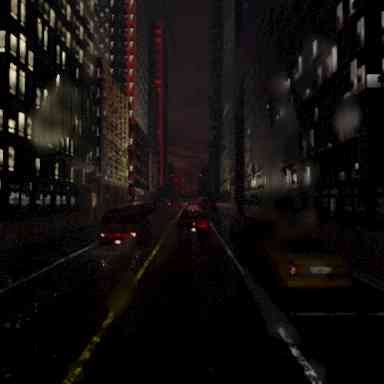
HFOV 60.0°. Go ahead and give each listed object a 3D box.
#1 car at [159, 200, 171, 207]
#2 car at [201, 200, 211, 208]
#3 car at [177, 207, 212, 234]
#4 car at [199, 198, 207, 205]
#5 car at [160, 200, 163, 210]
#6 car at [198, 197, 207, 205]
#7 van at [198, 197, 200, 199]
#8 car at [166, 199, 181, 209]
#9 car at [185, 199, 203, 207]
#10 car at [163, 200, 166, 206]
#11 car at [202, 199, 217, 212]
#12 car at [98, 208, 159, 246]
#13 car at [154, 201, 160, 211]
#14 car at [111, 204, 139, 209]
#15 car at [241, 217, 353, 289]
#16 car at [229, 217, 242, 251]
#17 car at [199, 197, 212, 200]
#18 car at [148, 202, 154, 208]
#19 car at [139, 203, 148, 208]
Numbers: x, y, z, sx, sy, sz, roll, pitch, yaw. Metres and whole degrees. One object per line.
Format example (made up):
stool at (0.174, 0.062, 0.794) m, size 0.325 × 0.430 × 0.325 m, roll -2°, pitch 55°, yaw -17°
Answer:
car at (-5.677, 2.360, 70.390) m, size 2.008 × 1.369 × 4.403 m, roll 1°, pitch -1°, yaw 0°
car at (2.703, 2.328, 64.903) m, size 1.802 × 1.307 × 4.206 m, roll 1°, pitch -1°, yaw 0°
car at (0.100, 1.841, 20.880) m, size 1.895 × 1.301 × 4.718 m, roll 0°, pitch -1°, yaw 0°
car at (2.706, 2.380, 81.634) m, size 1.967 × 1.590 × 4.097 m, roll 1°, pitch -1°, yaw 0°
car at (-5.677, 2.118, 48.091) m, size 1.947 × 1.339 × 4.313 m, roll 1°, pitch -1°, yaw 0°
car at (2.708, 2.320, 87.214) m, size 2.192 × 1.841 × 5.009 m, roll 1°, pitch -1°, yaw 0°
van at (2.708, 2.152, 70.482) m, size 1.690 × 1.788 × 3.998 m, roll 1°, pitch -1°, yaw 0°
car at (-3.050, 2.025, 58.556) m, size 2.097 × 1.767 × 4.553 m, roll 0°, pitch -1°, yaw 0°
car at (0.100, 2.002, 41.488) m, size 1.812 × 1.442 × 4.674 m, roll 0°, pitch -1°, yaw 0°
car at (-5.676, 2.161, 53.666) m, size 1.887 × 1.381 × 4.507 m, roll 1°, pitch -1°, yaw 0°
car at (2.704, 2.098, 48.173) m, size 1.887 × 1.381 × 4.507 m, roll 1°, pitch -1°, yaw 0°
car at (-3.101, 1.738, 16.582) m, size 2.033 × 1.411 × 5.357 m, roll 0°, pitch -1°, yaw 0°
car at (-5.676, 2.039, 42.517) m, size 2.008 × 1.369 × 4.403 m, roll 1°, pitch -1°, yaw 0°
car at (-5.676, 1.841, 25.792) m, size 1.887 × 1.381 × 4.507 m, roll 1°, pitch -1°, yaw 0°
car at (2.704, 1.634, 9.306) m, size 1.752 × 1.417 × 4.829 m, roll 1°, pitch -1°, yaw 0°
car at (2.703, 1.736, 14.712) m, size 1.947 × 1.339 × 4.313 m, roll 1°, pitch -1°, yaw 0°
car at (2.708, 1.933, 53.753) m, size 2.192 × 1.841 × 5.009 m, roll 1°, pitch -1°, yaw 0°
car at (-5.677, 1.969, 36.942) m, size 1.887 × 1.381 × 4.507 m, roll 1°, pitch -1°, yaw 0°
car at (-5.676, 1.911, 31.367) m, size 2.008 × 1.369 × 4.403 m, roll 1°, pitch -1°, yaw 0°
